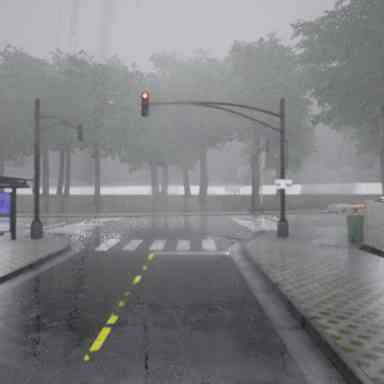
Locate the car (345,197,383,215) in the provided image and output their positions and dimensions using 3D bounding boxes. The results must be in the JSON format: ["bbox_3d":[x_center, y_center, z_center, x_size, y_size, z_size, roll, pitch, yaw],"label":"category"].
[{"bbox_3d":[14.952,1.136,25.718,5.008,1.535,1.882,-1,-1,0],"label":"car"}]

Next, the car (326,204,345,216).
[{"bbox_3d":[14.323,1.328,28.967,4.718,1.301,1.895,-1,-1,0],"label":"car"}]
